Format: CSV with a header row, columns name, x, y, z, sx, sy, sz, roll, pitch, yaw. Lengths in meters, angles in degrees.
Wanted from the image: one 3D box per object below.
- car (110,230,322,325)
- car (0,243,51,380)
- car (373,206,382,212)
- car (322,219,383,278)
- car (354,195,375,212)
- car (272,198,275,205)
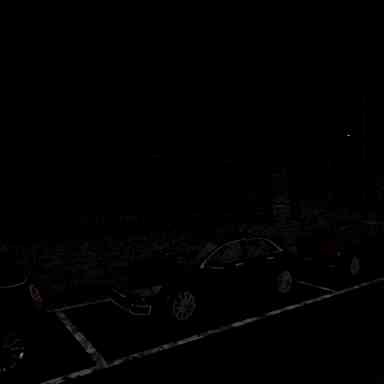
name,x,y,z,sx,sy,sz,roll,pitch,yaw
car,0.485,1.551,6.993,4.403,1.369,2.008,0,0,-35
car,-3.960,1.440,3.827,4.097,1.590,1.967,0,0,-35
car,9.374,1.441,13.325,4.097,1.590,1.967,0,0,-35
car,4.930,1.545,10.159,4.507,1.381,1.887,0,0,-35
car,17.685,1.082,30.987,2.097,1.767,4.553,0,1,-38
car,8.677,0.957,43.425,1.812,1.442,4.674,0,1,-36
